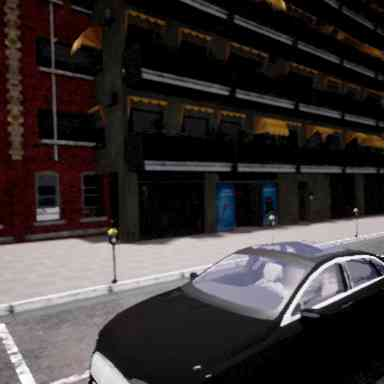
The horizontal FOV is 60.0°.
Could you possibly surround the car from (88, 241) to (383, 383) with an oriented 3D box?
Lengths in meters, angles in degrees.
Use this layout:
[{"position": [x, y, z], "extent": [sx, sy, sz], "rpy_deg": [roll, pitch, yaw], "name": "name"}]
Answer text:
[{"position": [1.176, 1.478, 4.298], "extent": [4.902, 1.511, 2.128], "rpy_deg": [-1, 0, -37], "name": "car"}]
